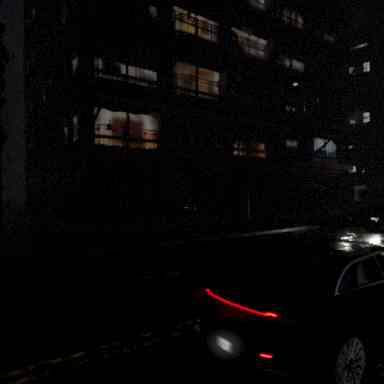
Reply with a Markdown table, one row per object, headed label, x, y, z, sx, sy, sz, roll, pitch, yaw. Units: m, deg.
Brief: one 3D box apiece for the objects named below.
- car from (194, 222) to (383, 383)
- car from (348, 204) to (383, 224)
| label | x | y | z | sx | sy | sz | roll | pitch | yaw |
| --- | --- | --- | --- | --- | --- | --- | --- | --- | --- |
| car | 2.326 | 1.491 | 5.152 | 4.902 | 1.511 | 2.128 | 0 | 0 | -36 |
| car | 11.411 | 1.474 | 20.258 | 5.008 | 1.535 | 1.882 | 0 | 0 | -37 |
